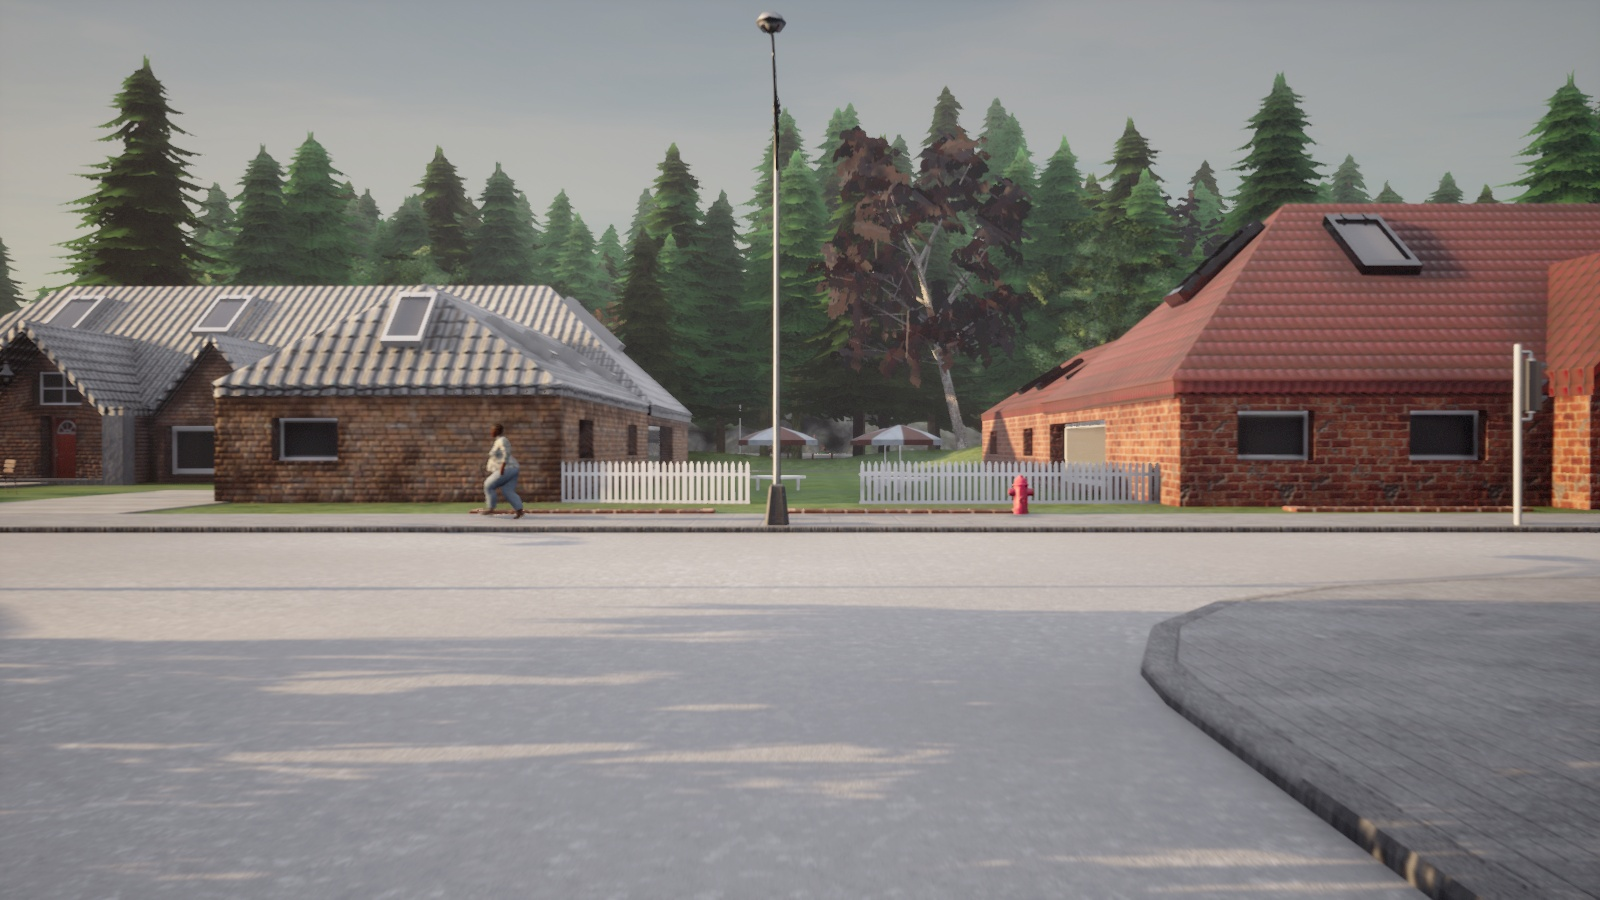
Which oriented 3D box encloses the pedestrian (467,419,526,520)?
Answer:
[{"bbox_3d":[-5.643,0.359,23.408,0.900,1.855,0.874,0,0,0],"label":"pedestrian"}]
